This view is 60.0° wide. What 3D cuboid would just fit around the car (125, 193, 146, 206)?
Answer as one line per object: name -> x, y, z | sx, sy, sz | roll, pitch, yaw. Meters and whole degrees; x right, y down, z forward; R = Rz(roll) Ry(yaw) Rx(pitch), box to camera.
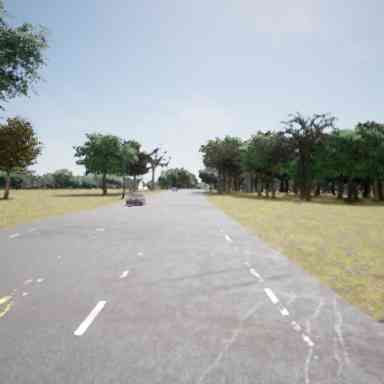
car -> -7.199, 0.859, 42.971 | 2.097, 1.767, 4.553 | 1, 1, 0
